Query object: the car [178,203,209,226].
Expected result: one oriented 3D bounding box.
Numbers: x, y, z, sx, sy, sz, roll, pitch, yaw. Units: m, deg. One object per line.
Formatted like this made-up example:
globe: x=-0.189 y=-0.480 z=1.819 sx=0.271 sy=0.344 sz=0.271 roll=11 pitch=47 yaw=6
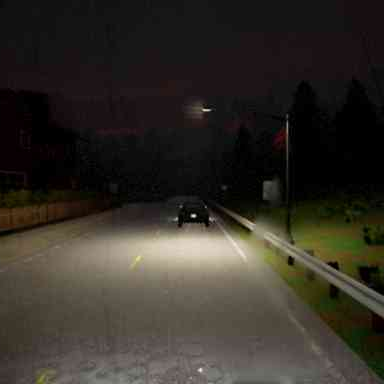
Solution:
car: x=0.097 y=1.402 z=22.037 sx=1.994 sy=1.385 sz=4.181 roll=0 pitch=0 yaw=0
